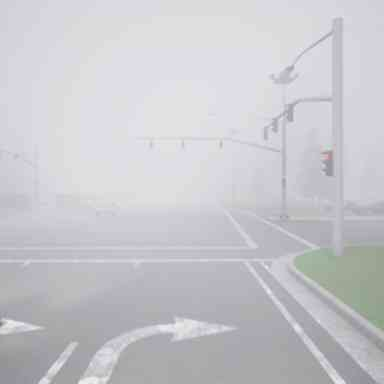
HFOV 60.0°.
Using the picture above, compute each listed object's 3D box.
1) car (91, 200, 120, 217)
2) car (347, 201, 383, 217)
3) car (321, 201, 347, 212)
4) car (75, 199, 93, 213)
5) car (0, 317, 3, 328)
[{"bbox_3d":[-8.238,1.681,32.691,1.895,1.301,4.718,0,0,-4],"label":"car"},{"bbox_3d":[17.816,1.555,31.398,5.008,1.535,1.882,0,0,-1],"label":"car"},{"bbox_3d":[17.467,1.695,38.393,4.718,1.301,1.895,0,0,-1],"label":"car"},{"bbox_3d":[-12.093,1.573,38.743,1.882,1.535,5.008,0,0,-2],"label":"car"},{"bbox_3d":[-3.411,1.607,2.228,1.895,1.301,4.718,0,0,0],"label":"car"}]
